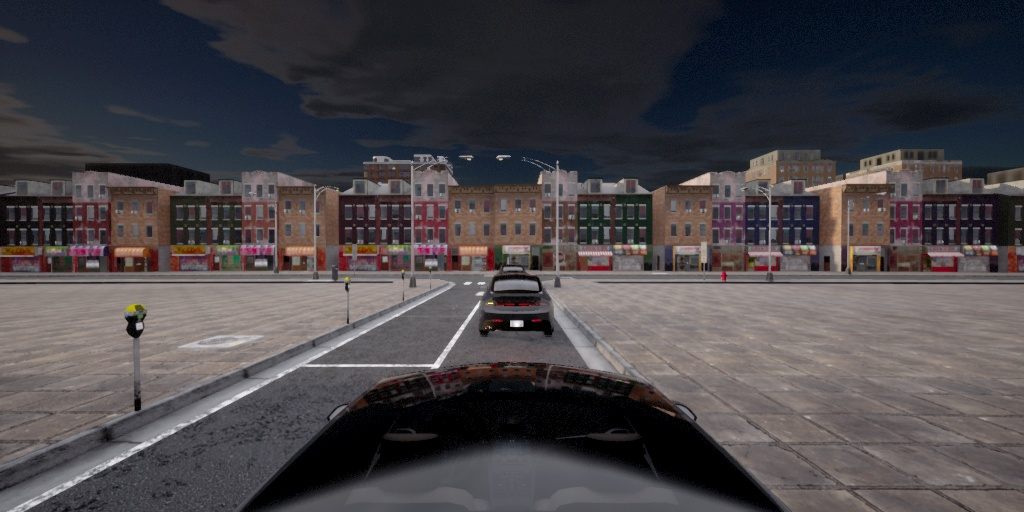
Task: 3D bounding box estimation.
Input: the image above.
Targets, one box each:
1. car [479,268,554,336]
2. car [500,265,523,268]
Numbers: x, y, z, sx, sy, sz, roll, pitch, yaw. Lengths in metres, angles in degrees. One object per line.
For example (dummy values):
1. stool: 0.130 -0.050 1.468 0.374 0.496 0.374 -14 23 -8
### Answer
1. car: 0.102 1.253 10.331 1.837 1.490 4.892 0 0 0
2. car: 0.039 1.254 20.571 1.837 1.490 4.892 0 0 -2
